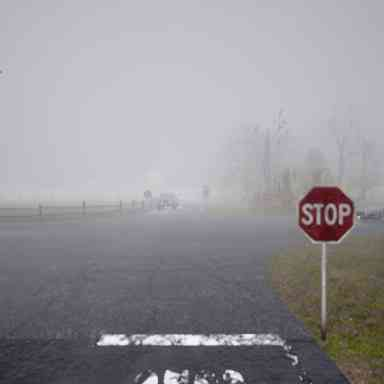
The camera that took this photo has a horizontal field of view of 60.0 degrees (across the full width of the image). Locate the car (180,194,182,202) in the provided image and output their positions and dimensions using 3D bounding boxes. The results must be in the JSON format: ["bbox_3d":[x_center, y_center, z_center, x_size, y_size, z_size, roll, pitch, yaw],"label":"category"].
[{"bbox_3d":[-3.009,1.458,52.556,1.895,1.301,4.718,0,0,0],"label":"car"}]

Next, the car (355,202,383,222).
[{"bbox_3d":[14.650,1.413,24.123,5.357,1.411,2.033,0,0,-4],"label":"car"}]

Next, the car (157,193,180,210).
[{"bbox_3d":[-3.023,1.116,41.325,2.150,2.045,5.566,0,0,0],"label":"car"}]
